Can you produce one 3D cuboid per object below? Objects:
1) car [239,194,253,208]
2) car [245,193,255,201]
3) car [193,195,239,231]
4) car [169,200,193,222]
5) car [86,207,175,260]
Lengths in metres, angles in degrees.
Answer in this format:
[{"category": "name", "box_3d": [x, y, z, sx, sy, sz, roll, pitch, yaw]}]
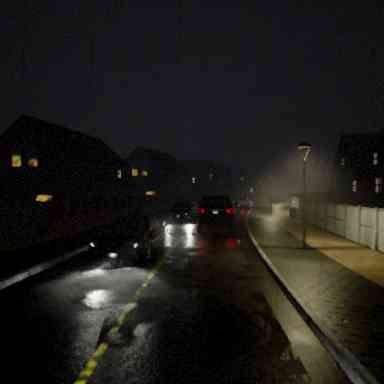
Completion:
[{"category": "car", "box_3d": [6.260, 1.328, 42.284, 1.895, 1.301, 4.718, 0, 1, 16]}, {"category": "car", "box_3d": [10.548, 1.006, 62.699, 1.837, 1.490, 4.892, 0, 1, 24]}, {"category": "car", "box_3d": [1.618, 1.170, 20.470, 2.150, 2.045, 5.566, 0, 0, 8]}, {"category": "car", "box_3d": [-0.562, 1.410, 25.374, 1.837, 1.490, 4.892, 0, 1, 10]}, {"category": "car", "box_3d": [-2.178, 1.532, 12.771, 2.033, 1.411, 5.357, 0, 0, 5]}]
